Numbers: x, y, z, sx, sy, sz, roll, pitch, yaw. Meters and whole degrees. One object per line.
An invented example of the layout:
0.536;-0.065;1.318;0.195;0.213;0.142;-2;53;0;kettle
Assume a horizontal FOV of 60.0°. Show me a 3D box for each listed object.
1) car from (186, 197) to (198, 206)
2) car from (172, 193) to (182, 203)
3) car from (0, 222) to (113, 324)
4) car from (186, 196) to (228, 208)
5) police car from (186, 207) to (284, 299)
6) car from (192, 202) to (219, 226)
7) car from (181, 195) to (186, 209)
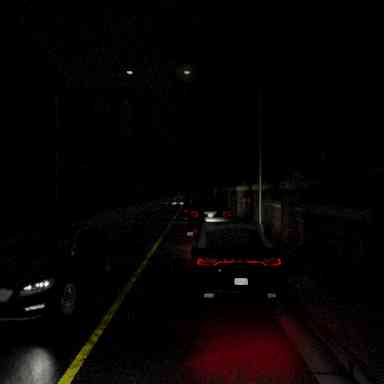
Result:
-0.039;1.608;58.539;1.994;1.385;4.181;0;0;0;car
-3.047;1.284;73.109;2.150;2.045;5.566;0;0;0;car
-3.105;1.493;7.445;2.128;1.511;4.902;0;0;0;car
0.888;1.229;18.563;2.150;2.045;5.566;0;0;0;car
0.894;1.427;8.644;1.930;1.638;5.238;0;0;0;police car
0.884;1.533;24.534;1.812;1.442;4.674;0;0;0;car
-0.013;1.378;45.283;2.097;1.767;4.553;0;0;0;car
